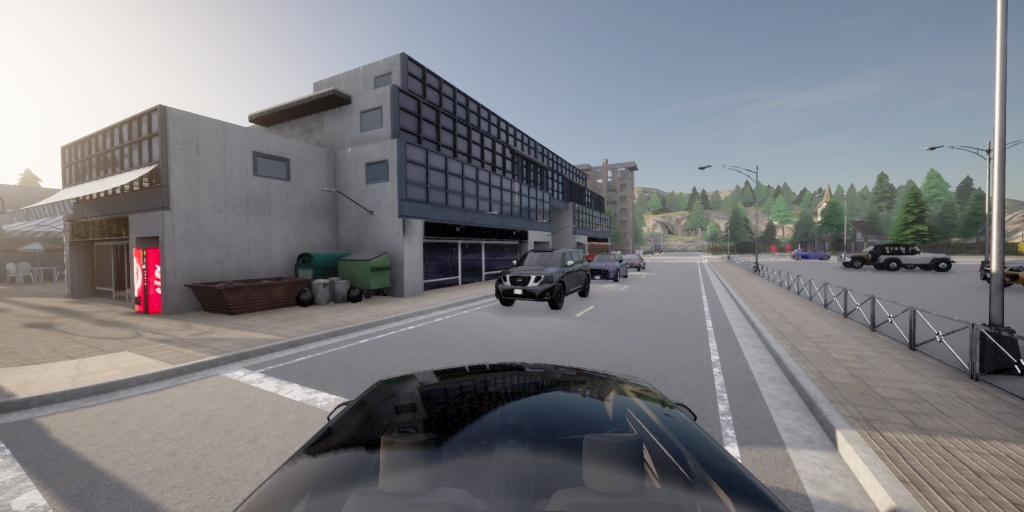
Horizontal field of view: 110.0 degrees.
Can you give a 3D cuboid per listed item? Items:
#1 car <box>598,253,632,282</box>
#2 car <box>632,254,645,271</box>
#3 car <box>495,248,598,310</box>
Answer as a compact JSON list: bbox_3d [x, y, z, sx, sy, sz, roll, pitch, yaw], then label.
[{"bbox_3d":[5.935,0.610,22.626,2.097,1.767,4.553,0,1,27],"label":"car"},{"bbox_3d":[10.606,0.534,31.730,1.812,1.442,4.674,0,1,27],"label":"car"},{"bbox_3d":[1.448,0.720,13.872,2.150,2.045,5.566,0,1,27],"label":"car"}]
